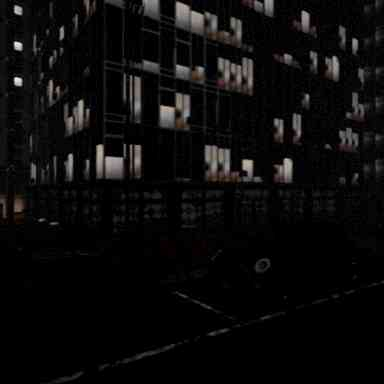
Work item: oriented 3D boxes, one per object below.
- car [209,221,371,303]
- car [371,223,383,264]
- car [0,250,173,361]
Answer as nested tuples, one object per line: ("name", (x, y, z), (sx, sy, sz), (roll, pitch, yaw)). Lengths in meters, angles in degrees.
("car", (2.356, 1.505, 8.251), (4.097, 1.590, 1.967), (1, -1, -35))
("car", (6.844, 1.644, 11.452), (4.829, 1.417, 1.752), (1, -1, -36))
("car", (-2.271, 1.591, 4.949), (4.206, 1.307, 1.802), (1, -1, -35))
